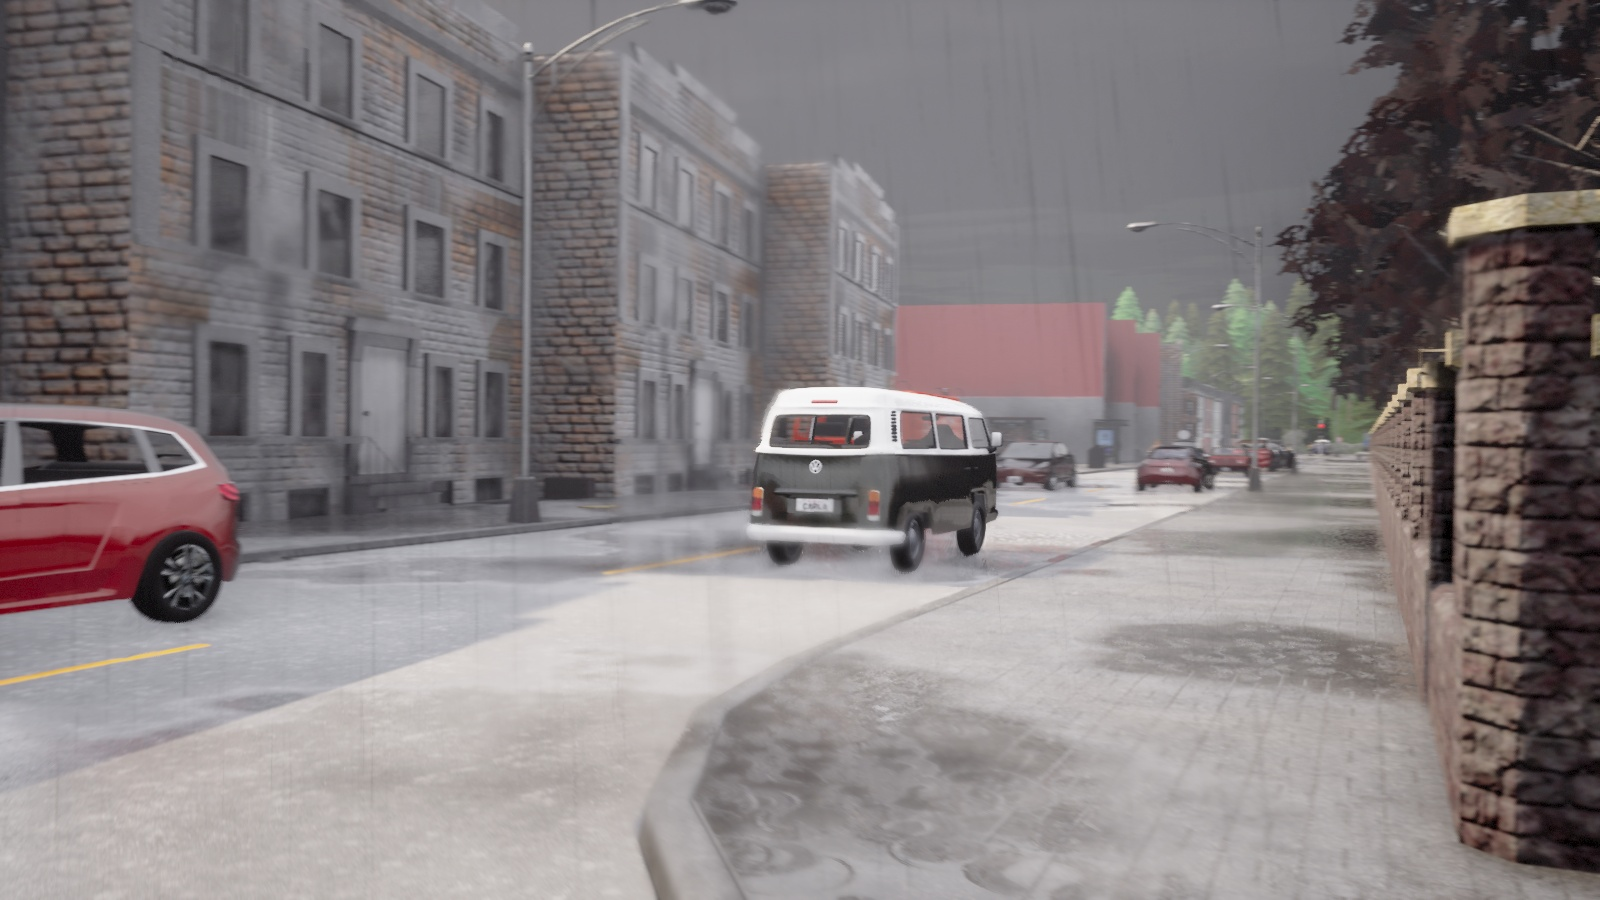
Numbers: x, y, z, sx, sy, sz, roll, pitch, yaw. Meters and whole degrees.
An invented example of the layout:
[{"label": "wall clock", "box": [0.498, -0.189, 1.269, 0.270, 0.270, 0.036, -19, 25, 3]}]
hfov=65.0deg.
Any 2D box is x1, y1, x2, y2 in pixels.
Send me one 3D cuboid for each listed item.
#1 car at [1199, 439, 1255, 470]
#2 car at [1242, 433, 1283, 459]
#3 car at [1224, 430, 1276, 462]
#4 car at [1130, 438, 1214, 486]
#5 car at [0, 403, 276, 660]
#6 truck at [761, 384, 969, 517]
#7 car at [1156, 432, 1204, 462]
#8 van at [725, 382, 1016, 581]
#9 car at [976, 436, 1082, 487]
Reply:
[{"label": "car", "box": [18.819, 0.173, 55.271, 1.895, 1.301, 4.718, 0, 1, 24]}, {"label": "car", "box": [27.882, -0.236, 75.610, 2.007, 1.525, 4.514, 0, 1, 24]}, {"label": "car", "box": [23.981, -0.229, 66.859, 2.242, 1.667, 4.611, 0, 1, 24]}, {"label": "car", "box": [11.640, 0.339, 39.127, 1.994, 1.385, 4.181, 0, 1, 24]}, {"label": "car", "box": [-6.217, 0.530, 8.595, 2.242, 1.667, 4.611, 0, 1, 22]}, {"label": "truck", "box": [1.514, -0.023, 26.180, 2.627, 2.467, 5.204, 0, 1, 24]}, {"label": "car", "box": [21.665, -0.175, 71.485, 2.033, 1.649, 4.856, 0, 1, 24]}, {"label": "van", "box": [1.044, 0.298, 15.272, 2.069, 2.038, 4.480, 0, 1, 24]}, {"label": "car", "box": [7.158, 0.304, 38.889, 2.163, 1.488, 4.792, 0, 1, 24]}]
